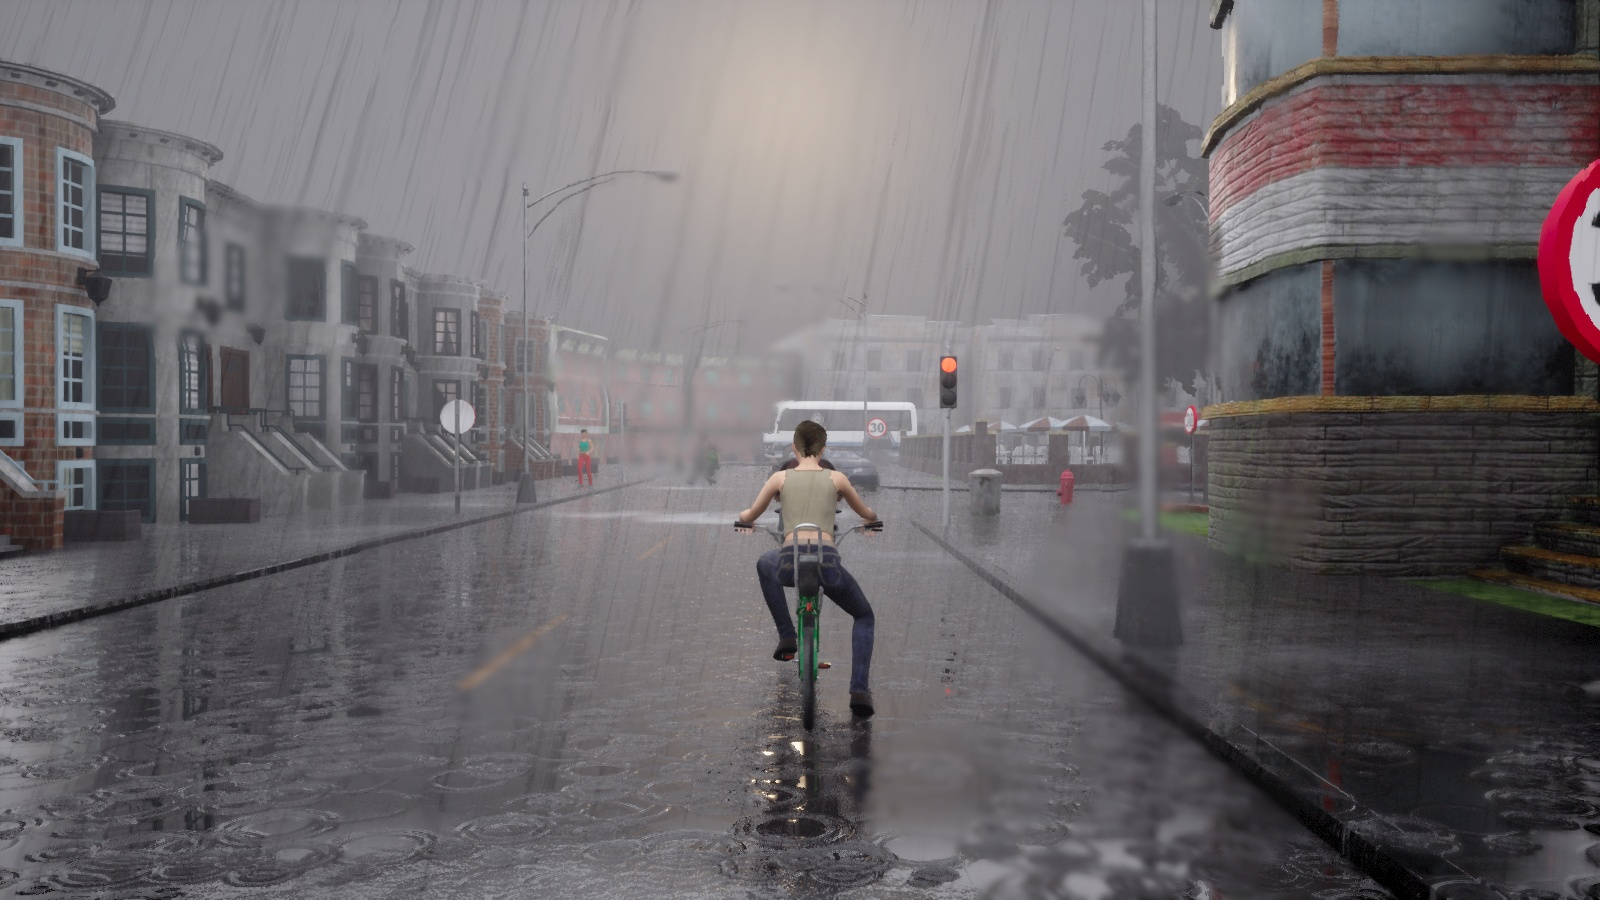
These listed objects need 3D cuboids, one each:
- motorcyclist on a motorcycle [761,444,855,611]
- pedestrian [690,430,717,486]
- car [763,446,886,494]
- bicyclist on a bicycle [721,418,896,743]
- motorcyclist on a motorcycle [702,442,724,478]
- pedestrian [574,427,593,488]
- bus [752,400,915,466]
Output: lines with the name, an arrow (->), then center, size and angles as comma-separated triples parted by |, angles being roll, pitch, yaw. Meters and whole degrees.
motorcyclist on a motorcycle -> 0.080, 0.710, 12.643 | 0.866, 1.530, 2.191 | 0, 0, 0
pedestrian -> -3.388, 0.287, 44.159 | 0.873, 1.952, 0.659 | 0, 0, 5
car -> 0.704, 0.589, 39.283 | 1.994, 1.385, 4.181 | 0, 0, -30
bicyclist on a bicycle -> 0.047, 0.644, 6.991 | 0.866, 1.612, 1.509 | 0, 0, 0
motorcyclist on a motorcycle -> -3.723, 0.420, 54.162 | 0.797, 1.523, 2.044 | 0, 0, 0
pedestrian -> -6.583, 0.235, 38.249 | 0.345, 1.836, 0.594 | 0, 0, 15
bus -> 2.170, -1.107, 83.712 | 10.273, 4.253, 3.944 | 0, 1, -11
